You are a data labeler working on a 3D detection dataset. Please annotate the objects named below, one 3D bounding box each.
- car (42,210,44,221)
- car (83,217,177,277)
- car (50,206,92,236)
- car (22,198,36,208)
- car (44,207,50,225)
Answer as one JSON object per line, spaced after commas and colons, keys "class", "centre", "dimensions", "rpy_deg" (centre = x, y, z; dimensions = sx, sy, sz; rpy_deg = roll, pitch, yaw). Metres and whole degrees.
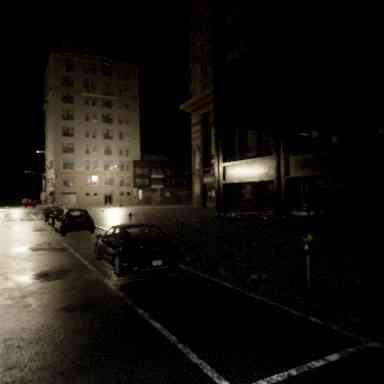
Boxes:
{"class": "car", "centre": [-12.694, 1.992, 30.544], "dimensions": [1.887, 1.381, 4.507], "rpy_deg": [-1, 0, -28]}
{"class": "car", "centre": [-1.960, 1.673, 10.707], "dimensions": [2.008, 1.369, 4.403], "rpy_deg": [-1, 0, -28]}
{"class": "car", "centre": [-7.329, 1.726, 20.626], "dimensions": [1.967, 1.590, 4.097], "rpy_deg": [-1, 0, -28]}
{"class": "car", "centre": [-33.604, 2.329, 69.183], "dimensions": [2.192, 1.841, 5.009], "rpy_deg": [-1, 0, -28]}
{"class": "car", "centre": [-10.010, 1.948, 25.584], "dimensions": [1.802, 1.307, 4.206], "rpy_deg": [-1, 0, -28]}
